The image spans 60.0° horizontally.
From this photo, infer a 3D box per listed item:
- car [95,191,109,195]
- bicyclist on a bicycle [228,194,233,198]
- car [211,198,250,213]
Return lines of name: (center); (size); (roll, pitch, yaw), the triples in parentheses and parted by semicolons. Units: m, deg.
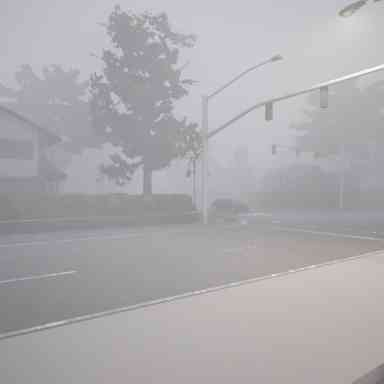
car: (-20.439, 0.855, 75.225); (2.150, 2.045, 5.566); (0, 0, -36)
bicyclist on a bicycle: (5.873, 1.176, 51.054); (1.656, 1.620, 0.582); (0, 0, -36)
car: (4.100, 1.416, 35.764); (1.837, 1.490, 4.892); (0, 0, -36)
